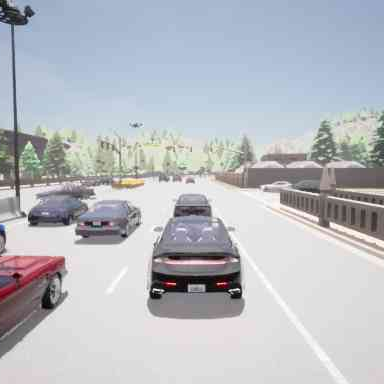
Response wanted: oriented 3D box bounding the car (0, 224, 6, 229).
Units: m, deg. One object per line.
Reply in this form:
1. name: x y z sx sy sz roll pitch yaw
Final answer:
1. car: -6.937 1.282 8.831 1.882 1.535 5.008 0 2 0

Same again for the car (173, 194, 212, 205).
1. car: 0.024 0.814 17.464 1.882 1.535 5.008 0 3 -1

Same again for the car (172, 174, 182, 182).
1. car: -3.939 -3.618 87.004 2.150 2.045 5.566 0 3 0

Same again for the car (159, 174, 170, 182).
1. car: -7.439 -3.616 86.986 2.150 2.045 5.566 0 3 0

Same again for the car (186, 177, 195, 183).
1. car: -0.390 -2.780 78.270 1.812 1.442 4.674 0 3 0

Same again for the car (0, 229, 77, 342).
1. car: -3.419 1.539 4.612 1.895 1.301 4.718 0 1 0

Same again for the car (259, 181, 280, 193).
1. car: 10.971 -0.630 42.415 4.674 1.442 1.812 0 3 3

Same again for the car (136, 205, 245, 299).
1. car: 0.067 1.327 8.043 2.128 1.511 4.902 0 2 0

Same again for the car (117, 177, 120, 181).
1. car: -17.897 -2.821 78.968 1.812 1.442 4.674 0 3 0

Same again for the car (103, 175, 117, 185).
1. car: -17.845 -2.515 68.857 2.150 2.045 5.566 0 3 0

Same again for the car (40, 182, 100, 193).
1. car: -11.636 0.082 30.896 2.033 1.411 5.357 2 4 37

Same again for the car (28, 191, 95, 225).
1. car: -6.980 0.878 17.804 1.994 1.385 4.181 0 3 0

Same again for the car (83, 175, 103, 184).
1. car: -17.857 -1.795 58.963 2.097 1.767 4.553 0 3 0

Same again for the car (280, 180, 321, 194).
1. car: 13.138 -0.586 38.772 4.553 1.767 2.097 0 3 2

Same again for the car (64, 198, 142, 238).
1. car: -3.466 1.049 14.626 2.033 1.411 5.357 0 3 0
